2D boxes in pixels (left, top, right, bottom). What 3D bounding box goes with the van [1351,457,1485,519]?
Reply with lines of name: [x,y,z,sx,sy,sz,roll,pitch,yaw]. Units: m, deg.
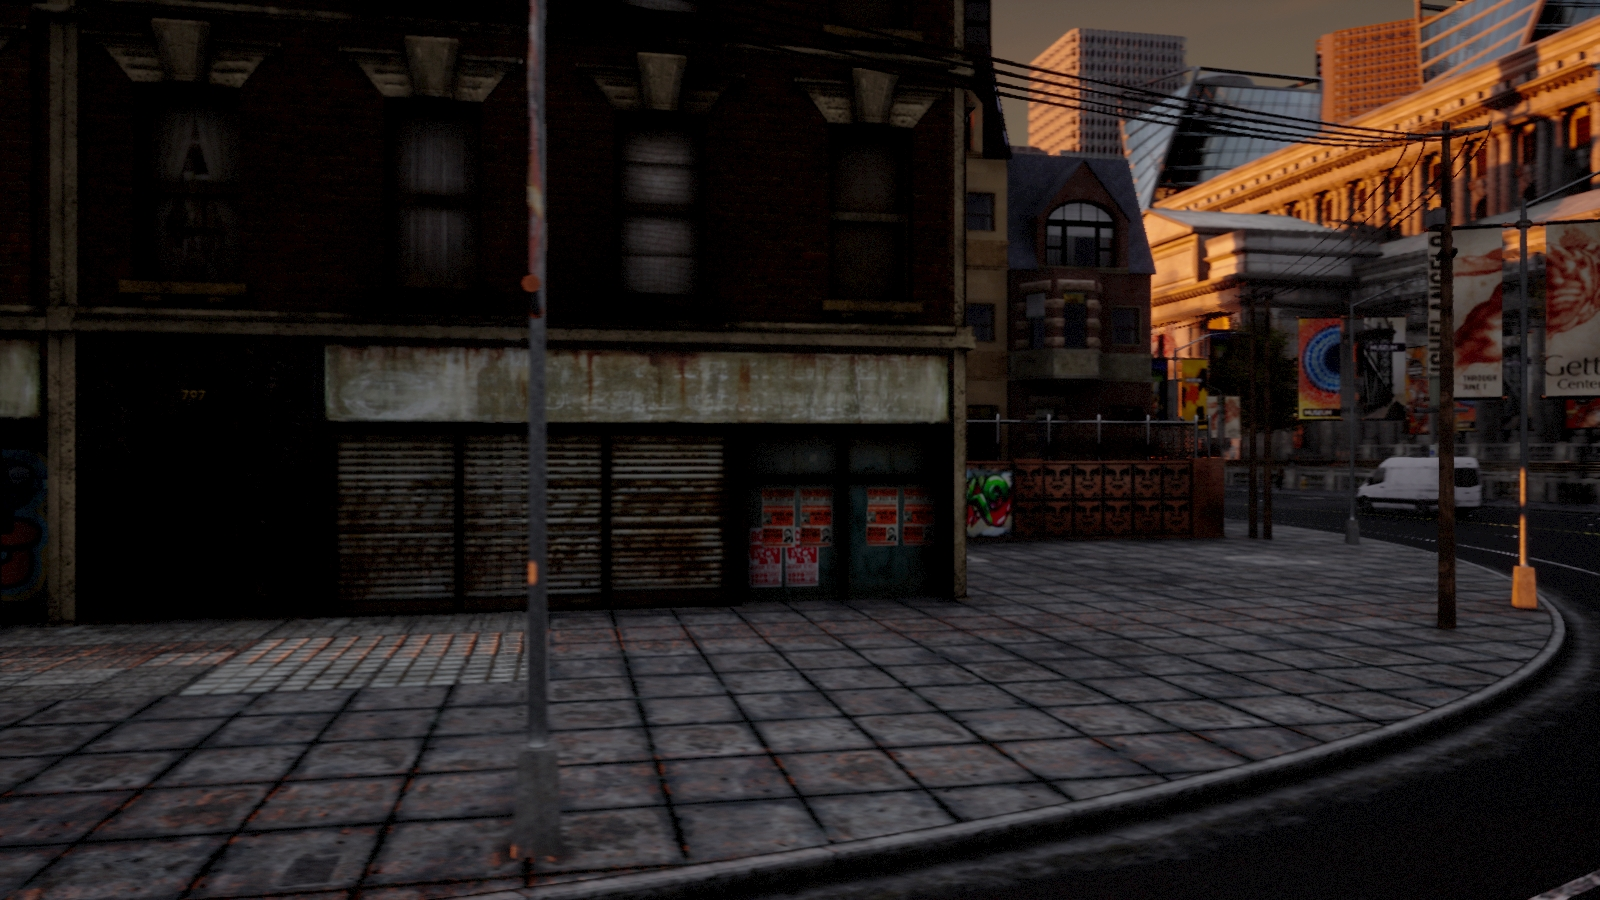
van: [26.937,1.581,50.105,1.988,2.561,5.915,0,0,-9]
